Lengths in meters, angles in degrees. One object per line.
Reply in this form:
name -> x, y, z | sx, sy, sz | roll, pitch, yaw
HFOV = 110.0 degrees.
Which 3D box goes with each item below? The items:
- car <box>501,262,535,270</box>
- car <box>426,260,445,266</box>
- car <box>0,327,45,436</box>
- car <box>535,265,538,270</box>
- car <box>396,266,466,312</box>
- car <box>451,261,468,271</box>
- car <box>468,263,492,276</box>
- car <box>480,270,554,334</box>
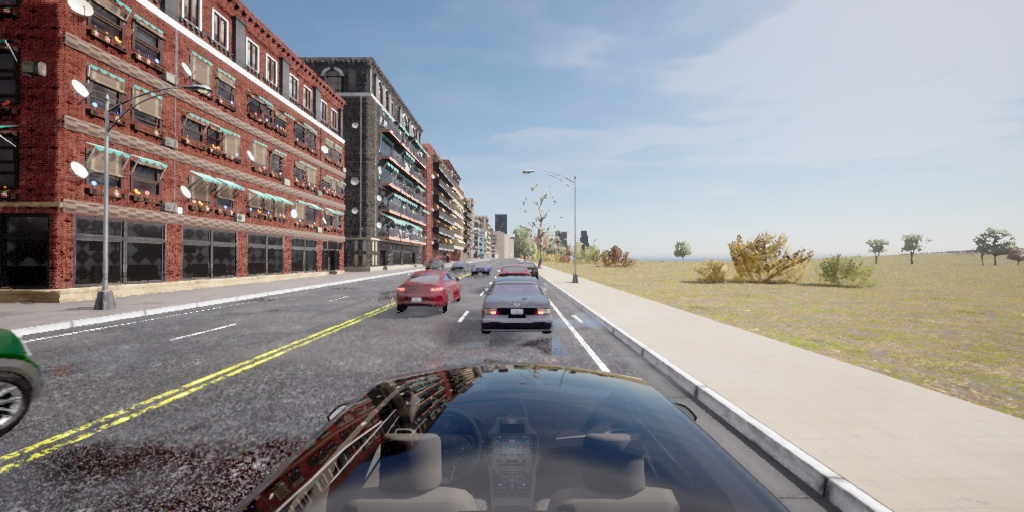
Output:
car -> 0.151, 1.231, 21.136 | 1.882, 1.535, 5.008 | 0, 0, 0
car -> -9.737, 1.258, 45.724 | 1.837, 1.490, 4.892 | 0, 0, 0
car -> -6.601, 1.102, 2.202 | 2.097, 1.767, 4.553 | 0, 0, 0
car -> 1.210, 1.232, 30.573 | 1.882, 1.535, 5.008 | 0, 0, 0
car -> -3.121, 1.278, 14.038 | 1.812, 1.442, 4.674 | 0, 0, 0
car -> -6.490, 1.301, 45.276 | 2.033, 1.411, 5.357 | 0, 0, 0
car -> -3.061, 1.355, 36.825 | 1.895, 1.301, 4.718 | 0, 0, 0
car -> 0.121, 1.299, 10.596 | 2.033, 1.411, 5.357 | 0, 0, 0
